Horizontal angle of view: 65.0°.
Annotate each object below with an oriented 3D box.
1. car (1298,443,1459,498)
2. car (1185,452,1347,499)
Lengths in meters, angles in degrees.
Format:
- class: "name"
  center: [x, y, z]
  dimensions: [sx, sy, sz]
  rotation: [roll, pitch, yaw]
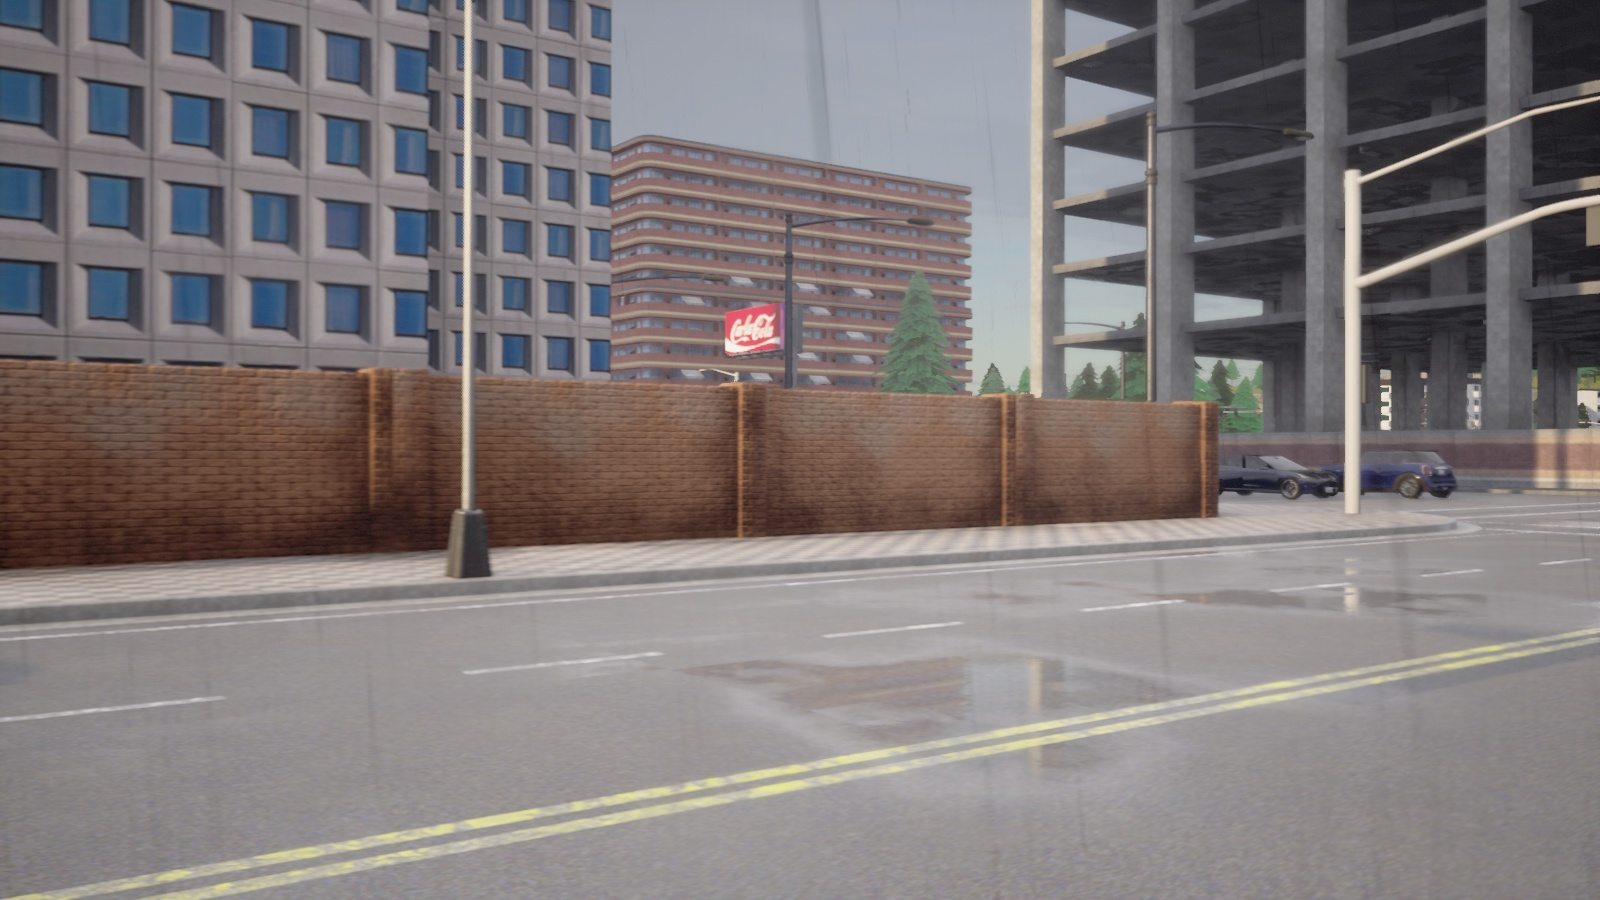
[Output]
- class: "car"
  center: [19.734, 0.667, 43.017]
  dimensions: [2.097, 1.767, 4.553]
  rotation: [0, 0, -35]
- class: "car"
  center: [15.730, 0.816, 42.664]
  dimensions: [2.163, 1.488, 4.792]
  rotation: [0, 0, -34]
